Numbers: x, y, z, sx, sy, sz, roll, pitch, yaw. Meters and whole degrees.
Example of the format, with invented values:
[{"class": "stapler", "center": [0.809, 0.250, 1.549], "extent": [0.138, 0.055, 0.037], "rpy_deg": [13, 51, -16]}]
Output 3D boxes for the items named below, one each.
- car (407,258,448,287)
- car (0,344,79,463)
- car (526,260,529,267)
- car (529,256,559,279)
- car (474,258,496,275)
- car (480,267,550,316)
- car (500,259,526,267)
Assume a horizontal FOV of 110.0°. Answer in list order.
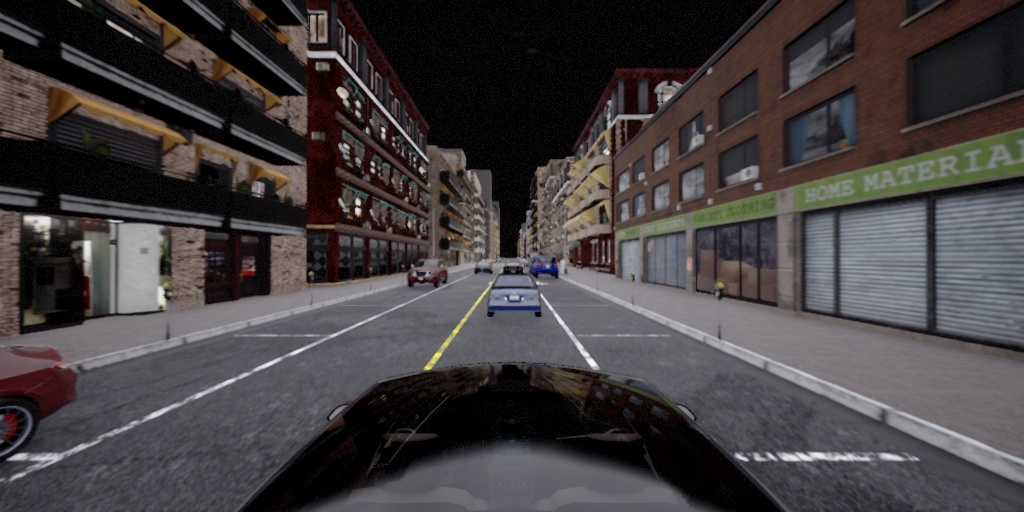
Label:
[{"class": "car", "center": [-5.693, 1.095, 24.805], "extent": [2.192, 1.841, 5.009], "rpy_deg": [0, 0, 0]}, {"class": "car", "center": [-5.693, 1.333, 2.260], "extent": [1.802, 1.307, 4.207], "rpy_deg": [0, 0, 0]}, {"class": "car", "center": [3.105, 1.026, 40.829], "extent": [2.150, 2.045, 5.566], "rpy_deg": [0, 0, 0]}, {"class": "car", "center": [3.104, 1.018, 33.829], "extent": [2.150, 2.045, 5.566], "rpy_deg": [0, 0, 0]}, {"class": "car", "center": [-3.097, 1.275, 39.788], "extent": [1.882, 1.535, 5.008], "rpy_deg": [0, 0, 0]}, {"class": "car", "center": [0.082, 1.313, 13.420], "extent": [2.033, 1.411, 5.357], "rpy_deg": [0, 0, 0]}, {"class": "car", "center": [0.094, 1.269, 35.184], "extent": [1.882, 1.535, 5.008], "rpy_deg": [0, 0, 0]}]
